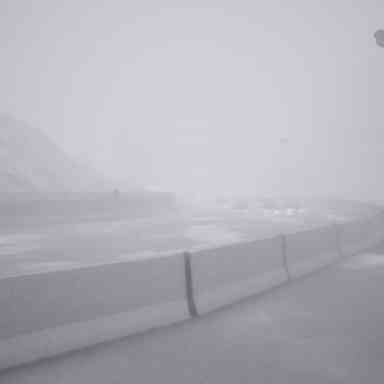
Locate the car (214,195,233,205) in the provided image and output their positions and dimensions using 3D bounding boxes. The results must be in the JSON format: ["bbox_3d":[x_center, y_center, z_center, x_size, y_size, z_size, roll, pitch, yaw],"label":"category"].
[{"bbox_3d":[5.280,1.592,59.506,1.895,1.301,4.718,-1,0,-8],"label":"car"}]

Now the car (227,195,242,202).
[{"bbox_3d":[9.741,1.471,76.669,2.033,1.411,5.357,-1,0,-9],"label":"car"}]

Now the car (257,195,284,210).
[{"bbox_3d":[9.814,1.503,42.143,2.033,1.411,5.357,0,0,6],"label":"car"}]

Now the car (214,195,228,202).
[{"bbox_3d":[6.471,1.468,74.918,1.837,1.490,4.892,-1,0,-9],"label":"car"}]

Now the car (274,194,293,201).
[{"bbox_3d":[20.610,1.186,75.107,2.128,1.511,4.902,-1,0,-9],"label":"car"}]

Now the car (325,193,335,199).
[{"bbox_3d":[30.983,1.065,76.727,1.837,1.490,4.892,-1,0,-9],"label":"car"}]

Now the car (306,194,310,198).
[{"bbox_3d":[24.068,1.168,75.647,2.033,1.411,5.357,-1,0,-9],"label":"car"}]

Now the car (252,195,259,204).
[{"bbox_3d":[12.083,1.280,61.374,2.097,1.767,4.553,-1,0,-8],"label":"car"}]

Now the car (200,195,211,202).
[{"bbox_3d":[2.937,1.470,74.867,1.882,1.535,5.008,-1,0,-9],"label":"car"}]

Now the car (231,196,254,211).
[{"bbox_3d":[6.277,1.536,41.683,2.033,1.411,5.357,0,0,8],"label":"car"}]

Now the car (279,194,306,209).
[{"bbox_3d":[13.416,1.429,44.856,1.837,1.490,4.892,0,-1,2],"label":"car"}]

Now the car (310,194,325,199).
[{"bbox_3d":[27.526,1.136,76.187,2.033,1.411,5.357,-1,0,-9],"label":"car"}]
